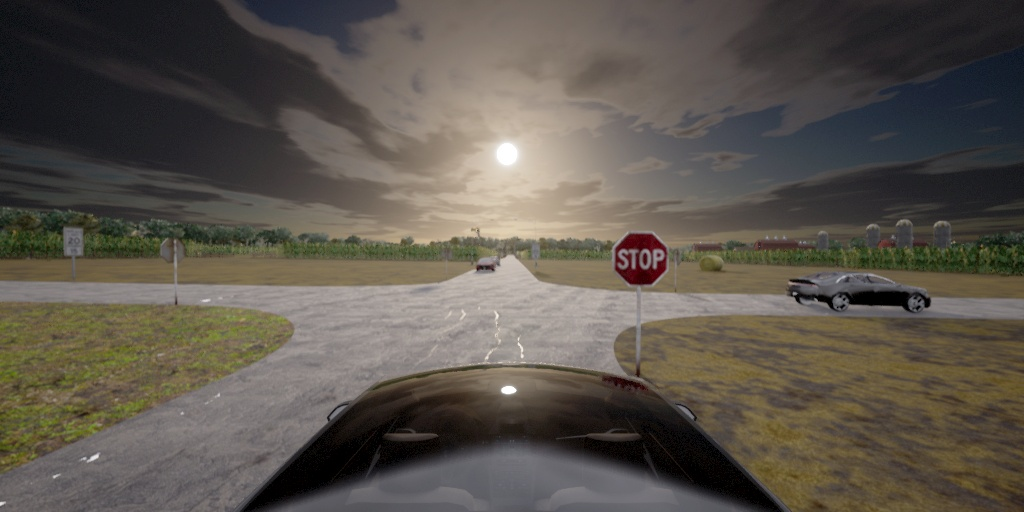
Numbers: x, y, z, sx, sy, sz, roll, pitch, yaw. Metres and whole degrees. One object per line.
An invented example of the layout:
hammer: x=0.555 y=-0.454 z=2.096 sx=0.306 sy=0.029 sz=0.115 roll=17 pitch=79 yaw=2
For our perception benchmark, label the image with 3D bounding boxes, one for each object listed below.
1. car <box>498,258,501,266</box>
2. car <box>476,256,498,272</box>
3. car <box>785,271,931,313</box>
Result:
car: x=-2.802 y=0.808 z=55.220 sx=2.128 sy=1.511 sz=4.902 roll=0 pitch=0 yaw=0
car: x=-2.827 y=0.892 z=39.113 sx=1.882 sy=1.535 sz=5.008 roll=0 pitch=0 yaw=0
car: x=13.902 y=1.383 z=14.526 sx=4.902 sy=1.511 sz=2.128 roll=1 pitch=1 yaw=0
